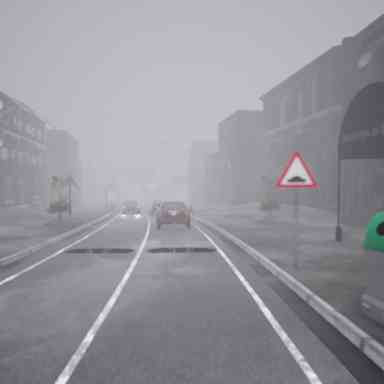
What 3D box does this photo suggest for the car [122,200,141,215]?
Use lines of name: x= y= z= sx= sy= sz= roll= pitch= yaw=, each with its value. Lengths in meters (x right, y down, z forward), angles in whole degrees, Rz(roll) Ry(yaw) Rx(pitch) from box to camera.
car: x=-7.224 y=1.748 z=39.669 sx=2.097 sy=1.767 sz=4.553 roll=0 pitch=-2 yaw=-10

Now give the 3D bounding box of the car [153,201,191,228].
car: x=-1.318 y=1.348 z=22.029 sx=2.097 sy=1.767 sz=4.553 roll=0 pitch=-1 yaw=-6

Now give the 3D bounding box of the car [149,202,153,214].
car: x=-4.057 y=1.864 z=39.929 sx=1.837 sy=1.490 sz=4.892 roll=0 pitch=-2 yaw=-10
